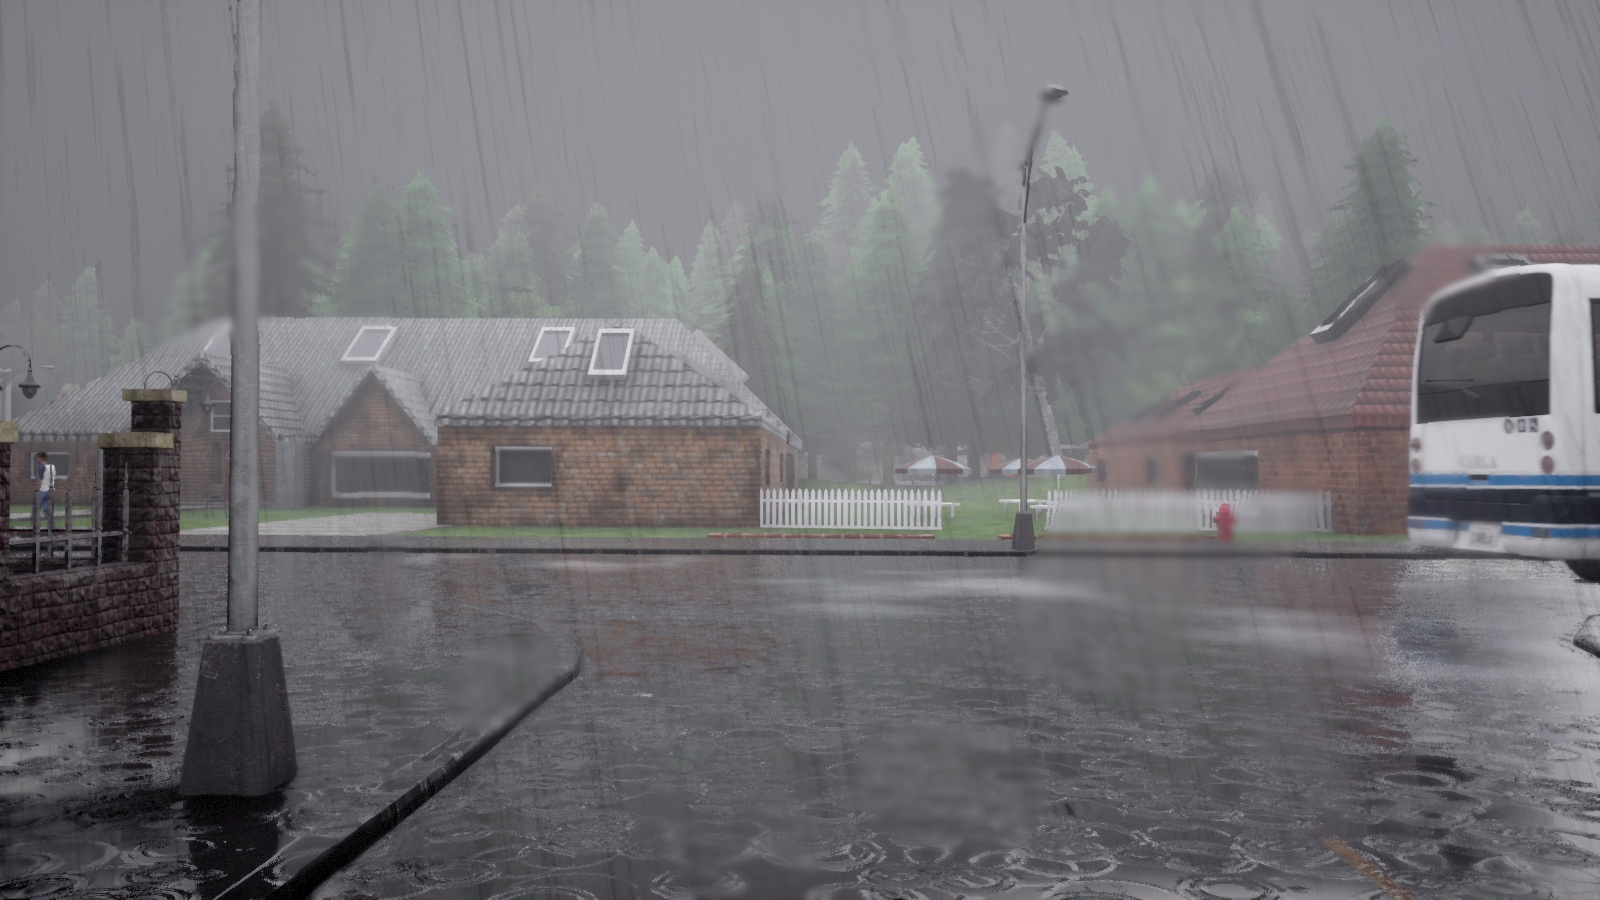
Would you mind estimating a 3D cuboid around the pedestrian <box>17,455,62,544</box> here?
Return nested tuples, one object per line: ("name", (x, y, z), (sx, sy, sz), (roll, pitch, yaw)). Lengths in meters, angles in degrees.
("pedestrian", (-15.778, 1.024, 26.061), (0.706, 1.836, 0.354), (0, -1, 5))

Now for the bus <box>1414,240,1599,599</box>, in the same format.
("bus", (14.413, -0.333, 17.108), (10.273, 4.253, 3.944), (0, -1, -6))
